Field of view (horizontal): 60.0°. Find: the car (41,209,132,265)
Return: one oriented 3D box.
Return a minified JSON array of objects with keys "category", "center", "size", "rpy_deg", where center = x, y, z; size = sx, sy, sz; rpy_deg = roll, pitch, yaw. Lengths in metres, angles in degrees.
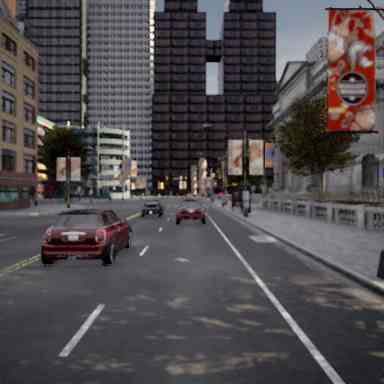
[{"category":"car","center":[-3.496,1.364,11.887],"size":[2.097,1.767,4.553],"rpy_deg":[0,0,0]}]

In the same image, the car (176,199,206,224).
[{"category":"car","center":[-0.081,1.367,25.323],"size":[2.097,1.767,4.553],"rpy_deg":[0,0,0]}]

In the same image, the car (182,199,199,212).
[{"category":"car","center":[-0.189,1.572,40.515],"size":[2.033,1.411,5.357],"rpy_deg":[0,0,0]}]

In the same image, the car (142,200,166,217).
[{"category":"car","center":[-3.624,1.529,31.537],"size":[1.837,1.490,4.892],"rpy_deg":[0,0,0]}]
